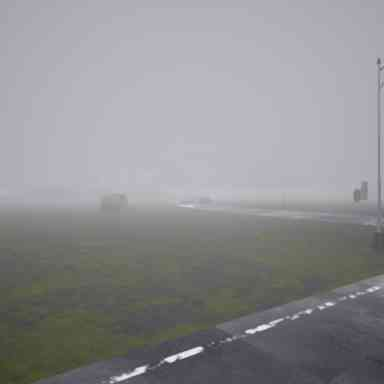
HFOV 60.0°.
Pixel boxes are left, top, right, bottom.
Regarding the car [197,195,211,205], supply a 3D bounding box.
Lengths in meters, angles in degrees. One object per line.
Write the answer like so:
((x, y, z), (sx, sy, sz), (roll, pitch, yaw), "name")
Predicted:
((1.858, 1.364, 56.495), (1.837, 1.490, 4.892), (-1, 0, -12), "car")

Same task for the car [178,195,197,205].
((-1.033, 1.464, 56.422), (1.994, 1.385, 4.181), (-1, 0, -13), "car")

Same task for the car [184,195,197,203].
((-0.389, 1.391, 68.638), (2.033, 1.411, 5.357), (-1, 0, -6), "car")
